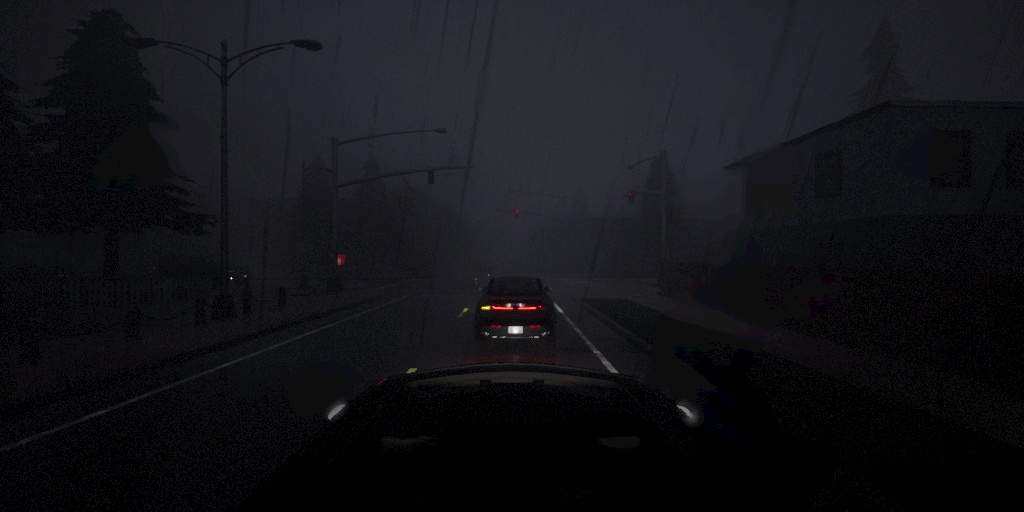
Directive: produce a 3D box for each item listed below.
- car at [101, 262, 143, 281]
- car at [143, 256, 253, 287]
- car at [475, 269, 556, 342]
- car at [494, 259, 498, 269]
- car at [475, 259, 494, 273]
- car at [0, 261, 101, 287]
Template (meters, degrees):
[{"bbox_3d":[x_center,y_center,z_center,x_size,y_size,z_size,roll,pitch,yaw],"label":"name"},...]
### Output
[{"bbox_3d":[-30.157,1.336,27.458,4.181,1.385,1.994,0,0,-2],"label":"car"},{"bbox_3d":[-20.672,0.992,24.026,5.566,2.045,2.150,0,0,-1],"label":"car"},{"bbox_3d":[0.090,1.257,9.723,1.837,1.490,4.892,0,0,0],"label":"car"},{"bbox_3d":[-3.477,1.289,54.307,1.812,1.442,4.674,0,0,0],"label":"car"},{"bbox_3d":[-3.509,1.287,44.171,1.812,1.442,4.674,0,0,-1],"label":"car"},{"bbox_3d":[-31.110,1.262,23.747,4.902,1.511,2.128,0,0,-1],"label":"car"}]
